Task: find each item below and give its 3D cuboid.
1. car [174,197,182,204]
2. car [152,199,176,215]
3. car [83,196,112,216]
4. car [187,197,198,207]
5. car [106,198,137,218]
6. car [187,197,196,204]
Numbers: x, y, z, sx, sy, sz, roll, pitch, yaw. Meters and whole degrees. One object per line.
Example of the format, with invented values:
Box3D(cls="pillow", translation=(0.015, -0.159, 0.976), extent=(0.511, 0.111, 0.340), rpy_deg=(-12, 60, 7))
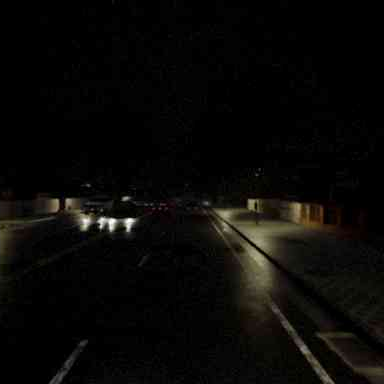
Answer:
Box3D(cls="car", translation=(-3.305, 1.948, 75.898), extent=(1.812, 1.442, 4.674), rpy_deg=(0, 0, 0))
Box3D(cls="car", translation=(-3.177, 1.729, 35.651), extent=(2.033, 1.411, 5.357), rpy_deg=(0, 0, 0))
Box3D(cls="car", translation=(-9.867, 1.404, 35.688), extent=(2.150, 2.045, 5.566), rpy_deg=(0, 0, 0))
Box3D(cls="car", translation=(0.059, 1.843, 58.962), extent=(1.812, 1.442, 4.674), rpy_deg=(0, 0, 0))
Box3D(cls="car", translation=(-6.616, 1.644, 32.682), extent=(1.882, 1.535, 5.008), rpy_deg=(0, 0, 0))
Box3D(cls="car", translation=(-0.058, 1.974, 79.993), extent=(2.128, 1.511, 4.902), rpy_deg=(0, 0, 0))
